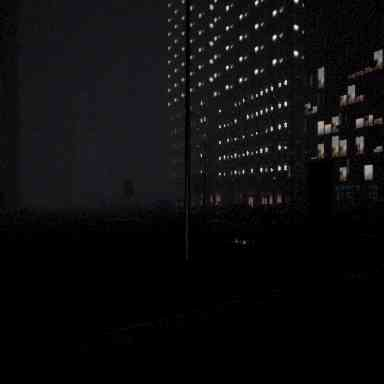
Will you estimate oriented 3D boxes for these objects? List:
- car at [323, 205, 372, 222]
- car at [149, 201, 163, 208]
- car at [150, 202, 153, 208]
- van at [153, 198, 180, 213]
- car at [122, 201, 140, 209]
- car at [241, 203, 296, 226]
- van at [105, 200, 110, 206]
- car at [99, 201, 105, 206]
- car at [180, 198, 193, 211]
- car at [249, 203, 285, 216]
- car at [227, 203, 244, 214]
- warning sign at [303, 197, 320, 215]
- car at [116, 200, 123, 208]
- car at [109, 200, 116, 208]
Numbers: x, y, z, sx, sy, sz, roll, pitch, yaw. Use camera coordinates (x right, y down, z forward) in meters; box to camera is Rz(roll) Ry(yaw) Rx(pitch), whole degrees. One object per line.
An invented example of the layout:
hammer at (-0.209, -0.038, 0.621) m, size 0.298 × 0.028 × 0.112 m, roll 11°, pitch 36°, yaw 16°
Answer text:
car at (13.704, 1.854, 29.544) m, size 2.008 × 1.369 × 4.403 m, roll -1°, pitch -1°, yaw -26°
car at (-8.213, 2.808, 75.171) m, size 1.802 × 1.307 × 4.206 m, roll -1°, pitch -1°, yaw -26°
car at (-7.023, 2.538, 66.729) m, size 1.882 × 1.535 × 5.008 m, roll 0°, pitch -1°, yaw -26°
van at (-3.595, 2.005, 46.198) m, size 1.690 × 1.788 × 3.998 m, roll -1°, pitch -1°, yaw -26°
car at (-10.897, 2.525, 61.404) m, size 2.008 × 1.369 × 4.403 m, roll -1°, pitch -1°, yaw -26°
car at (6.150, 1.813, 25.916) m, size 2.008 × 1.369 × 4.403 m, roll -1°, pitch -1°, yaw -26°
van at (-18.206, 2.634, 76.615) m, size 1.690 × 1.788 × 3.998 m, roll -1°, pitch -1°, yaw -26°
car at (-23.073, 3.053, 86.751) m, size 1.887 × 1.381 × 4.507 m, roll -1°, pitch -1°, yaw -26°
car at (-1.794, 2.059, 55.852) m, size 2.150 × 2.045 × 5.566 m, roll 0°, pitch -1°, yaw -26°
car at (8.834, 2.068, 39.684) m, size 1.947 × 1.339 × 4.313 m, roll -1°, pitch -1°, yaw -26°
car at (6.398, 2.168, 44.754) m, size 1.947 × 1.339 × 4.313 m, roll -1°, pitch -1°, yaw -26°
warning sign at (13.068, 1.544, 36.424) m, size 1.300 × 1.860 × 1.060 m, roll 1°, pitch -1°, yaw -26°
car at (-13.259, 2.602, 66.321) m, size 1.752 × 1.417 × 4.829 m, roll -1°, pitch -1°, yaw -26°
car at (-15.768, 2.731, 71.544) m, size 1.887 × 1.381 × 4.507 m, roll -1°, pitch -1°, yaw -26°
